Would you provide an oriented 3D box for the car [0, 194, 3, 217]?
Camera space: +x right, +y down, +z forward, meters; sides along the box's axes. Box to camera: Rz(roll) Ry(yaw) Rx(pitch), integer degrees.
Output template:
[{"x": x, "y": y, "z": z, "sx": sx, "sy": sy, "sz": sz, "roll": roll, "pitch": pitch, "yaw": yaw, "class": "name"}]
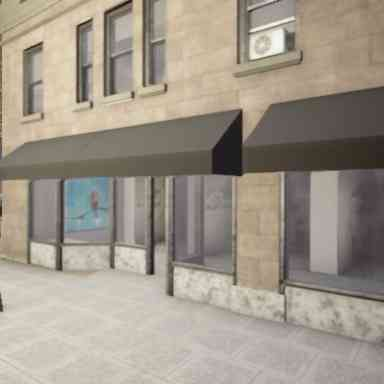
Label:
[{"x": -14.011, "y": 1.086, "z": 25.717, "sx": 2.150, "sy": 2.045, "sz": 5.566, "roll": 0, "pitch": 1, "yaw": 35, "class": "car"}]
